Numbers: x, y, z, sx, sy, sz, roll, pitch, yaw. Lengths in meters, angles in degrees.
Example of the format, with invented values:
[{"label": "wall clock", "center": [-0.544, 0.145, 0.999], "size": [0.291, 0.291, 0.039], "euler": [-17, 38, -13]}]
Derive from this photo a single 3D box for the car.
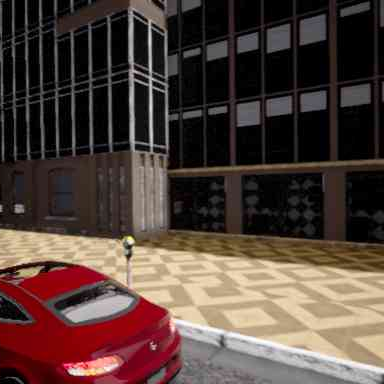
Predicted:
[{"label": "car", "center": [-2.095, 1.563, 4.189], "size": [4.206, 1.307, 1.802], "euler": [0, 1, 32]}]
